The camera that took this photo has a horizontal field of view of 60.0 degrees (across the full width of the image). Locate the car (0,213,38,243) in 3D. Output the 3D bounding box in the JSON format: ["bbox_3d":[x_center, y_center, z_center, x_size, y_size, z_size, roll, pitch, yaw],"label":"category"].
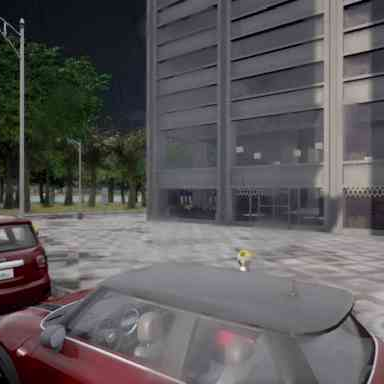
[{"bbox_3d":[-4.745,1.314,6.346,5.009,1.841,2.192,0,0,35],"label":"car"}]

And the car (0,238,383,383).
[{"bbox_3d":[-0.317,1.440,3.189,4.097,1.590,1.967,0,0,35],"label":"car"}]
